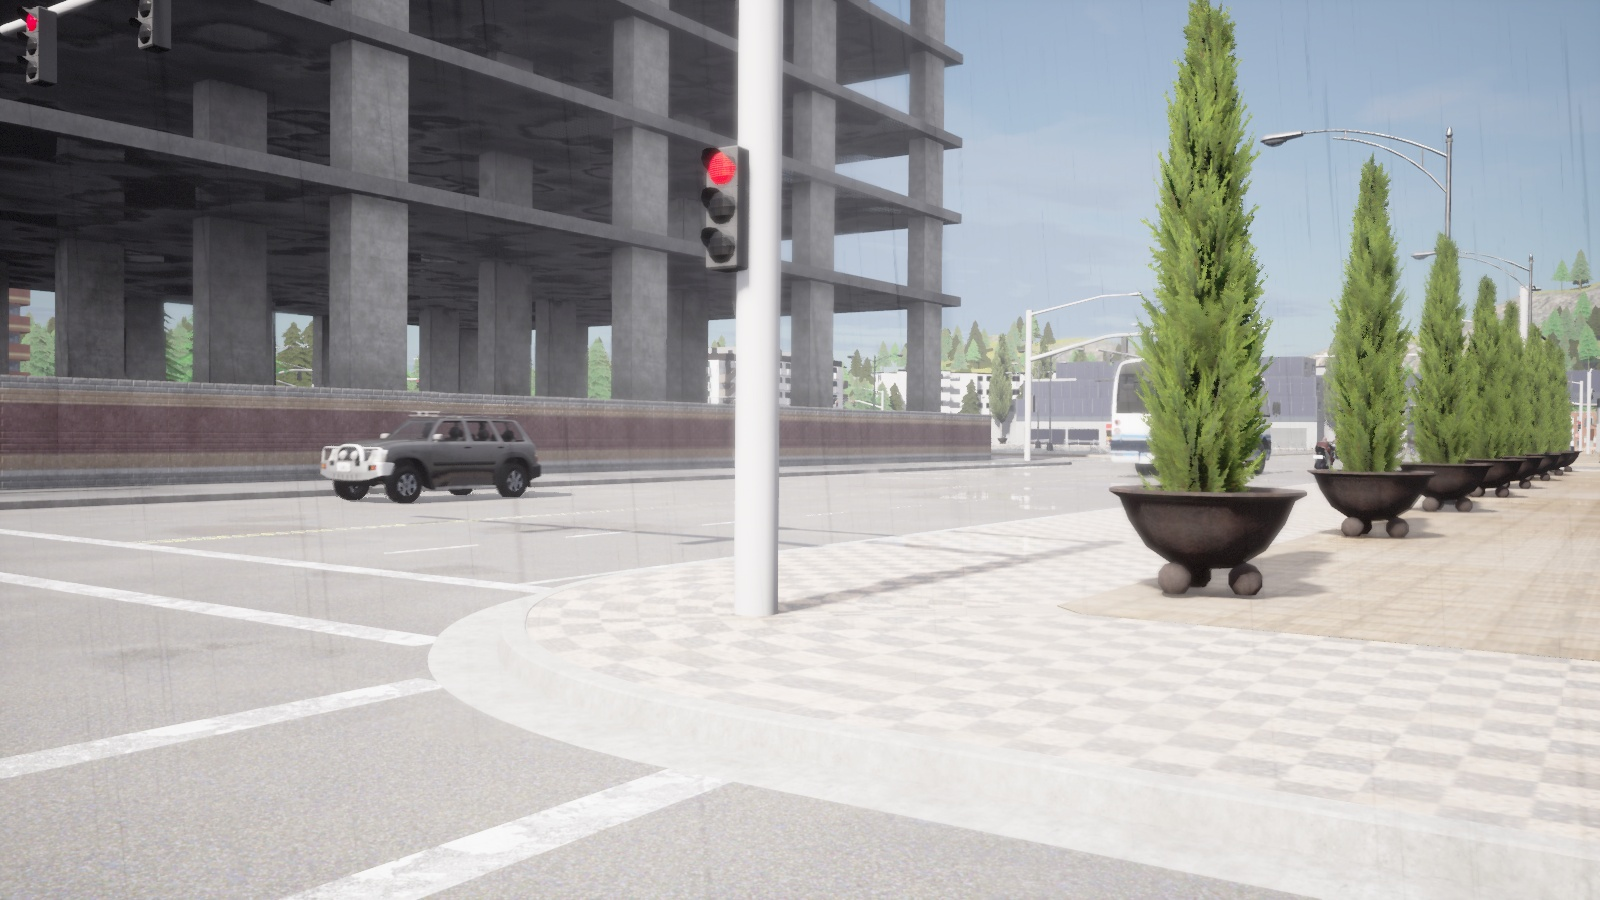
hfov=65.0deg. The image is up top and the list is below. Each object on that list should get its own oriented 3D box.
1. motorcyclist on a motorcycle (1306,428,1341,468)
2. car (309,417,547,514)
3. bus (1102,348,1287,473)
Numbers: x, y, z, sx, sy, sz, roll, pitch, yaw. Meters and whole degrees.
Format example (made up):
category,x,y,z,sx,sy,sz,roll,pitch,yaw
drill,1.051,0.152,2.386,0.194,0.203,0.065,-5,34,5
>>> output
category,x,y,z,sx,sy,sz,roll,pitch,yaw
motorcyclist on a motorcycle,20.858,-0.103,49.978,0.866,1.530,2.191,0,1,34
car,-7.700,0.260,26.445,1.932,1.855,4.605,0,1,34
bus,15.320,-1.438,48.031,3.944,4.253,10.273,0,1,34
